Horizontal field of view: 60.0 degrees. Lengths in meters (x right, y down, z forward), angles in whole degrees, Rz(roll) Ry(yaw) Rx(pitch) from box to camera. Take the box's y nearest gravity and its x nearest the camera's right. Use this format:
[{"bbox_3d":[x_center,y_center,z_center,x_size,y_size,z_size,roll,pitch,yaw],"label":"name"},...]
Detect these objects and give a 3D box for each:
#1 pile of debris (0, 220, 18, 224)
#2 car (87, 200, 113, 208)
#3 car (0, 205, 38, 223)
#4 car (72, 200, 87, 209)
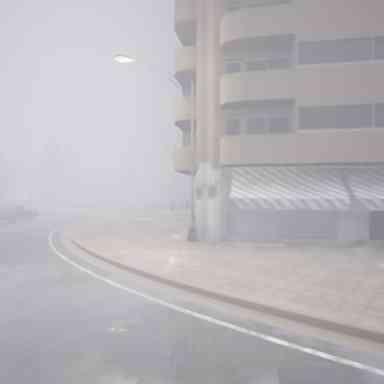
[{"bbox_3d":[-14.879,2.384,26.171,1.500,0.140,1.860,0,-1,-5],"label":"pile of debris"},{"bbox_3d":[-14.429,1.613,54.088,2.128,1.511,4.902,0,-1,11],"label":"car"},{"bbox_3d":[-14.774,1.766,27.717,2.033,1.411,5.357,0,-1,-3],"label":"car"},{"bbox_3d":[-17.865,2.000,54.754,1.812,1.442,4.674,0,-1,11],"label":"car"}]
